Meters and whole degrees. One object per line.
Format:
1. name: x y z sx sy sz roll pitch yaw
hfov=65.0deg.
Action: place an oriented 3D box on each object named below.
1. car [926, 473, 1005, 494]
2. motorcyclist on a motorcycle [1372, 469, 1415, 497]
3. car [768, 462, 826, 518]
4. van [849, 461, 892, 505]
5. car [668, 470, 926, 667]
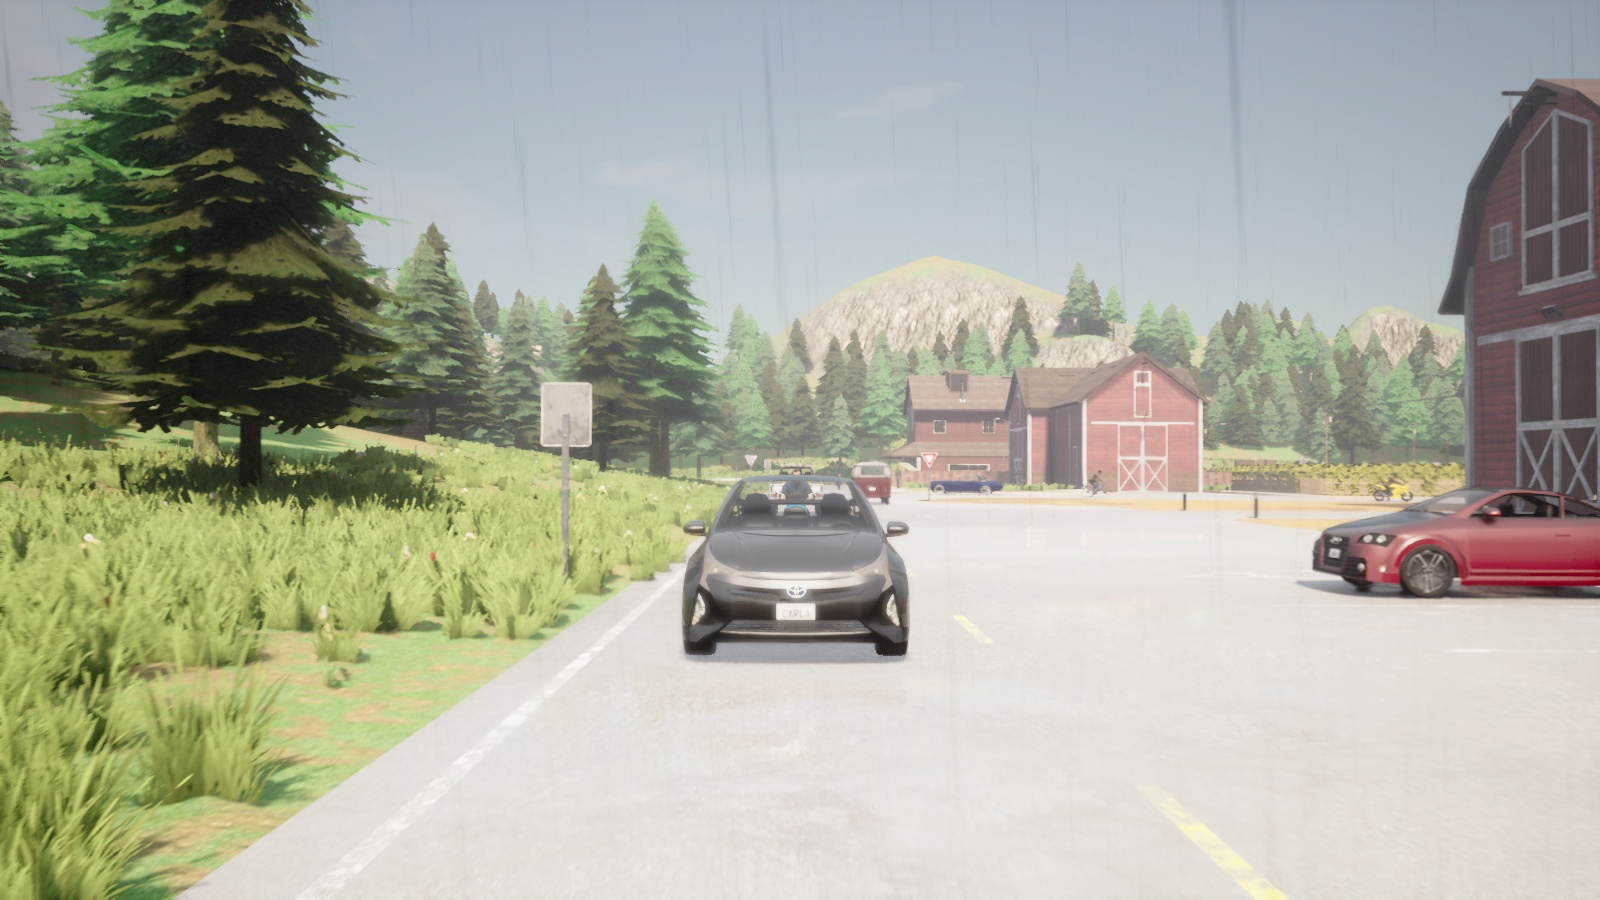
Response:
1. car: 10.419 2.102 79.026 4.718 1.301 1.895 0 -1 15
2. motorcyclist on a motorcycle: 32.522 1.809 68.868 2.044 1.523 0.797 0 -1 19
3. car: -0.108 1.374 44.332 1.932 1.855 4.605 0 -1 0
4. van: 3.354 1.561 60.151 1.775 1.987 4.442 0 -1 0
5. car: -0.029 0.964 12.086 2.007 1.525 4.514 0 -1 0
